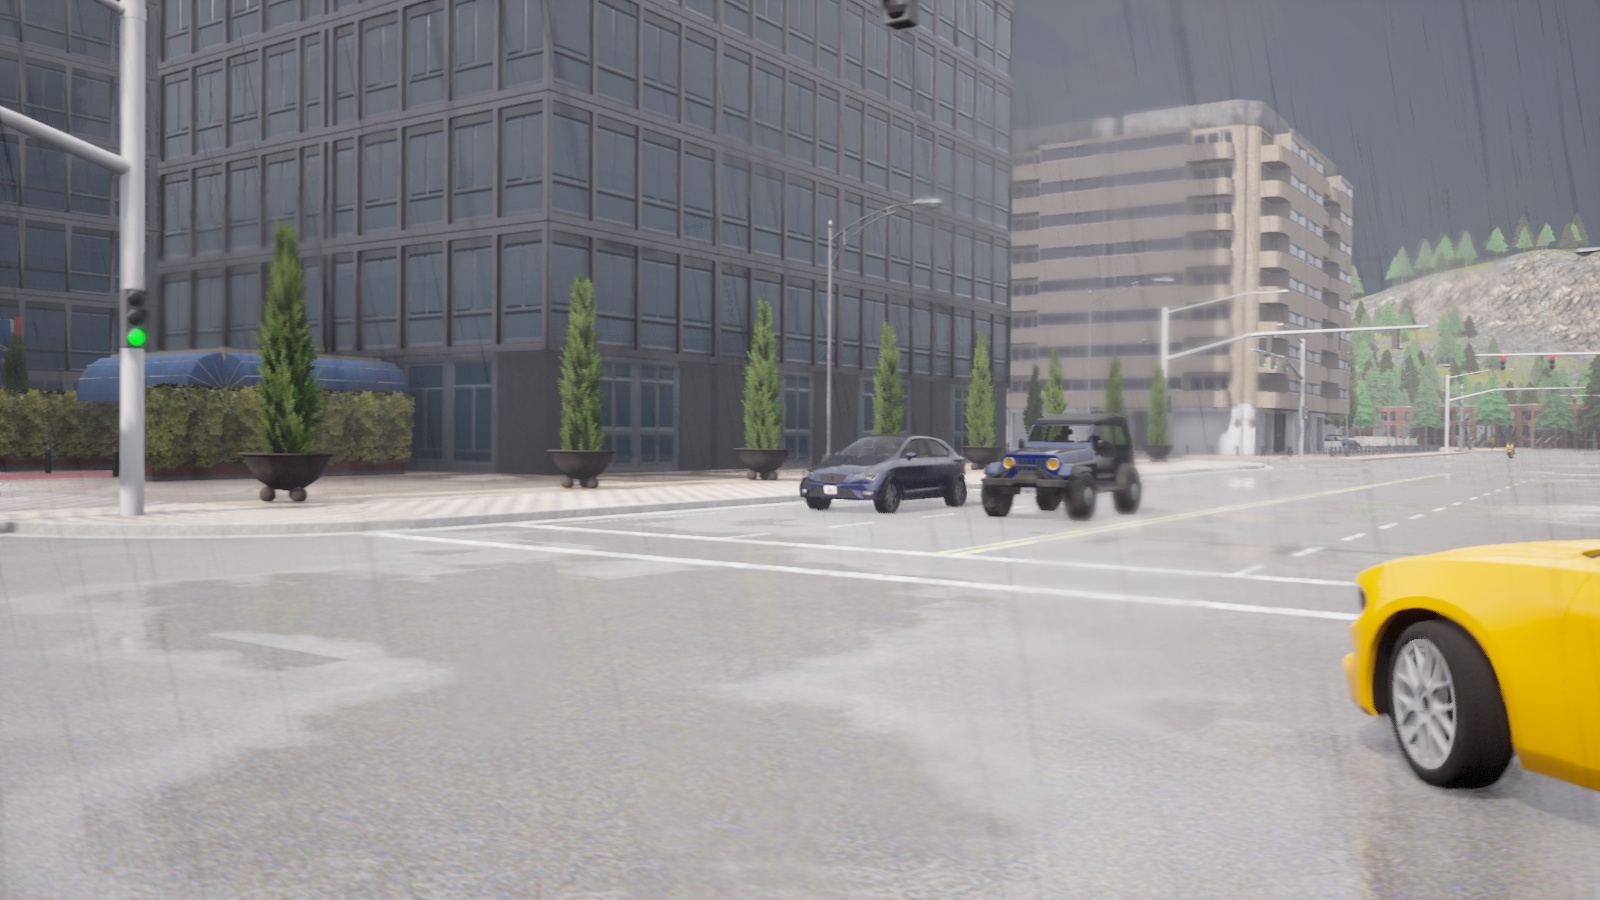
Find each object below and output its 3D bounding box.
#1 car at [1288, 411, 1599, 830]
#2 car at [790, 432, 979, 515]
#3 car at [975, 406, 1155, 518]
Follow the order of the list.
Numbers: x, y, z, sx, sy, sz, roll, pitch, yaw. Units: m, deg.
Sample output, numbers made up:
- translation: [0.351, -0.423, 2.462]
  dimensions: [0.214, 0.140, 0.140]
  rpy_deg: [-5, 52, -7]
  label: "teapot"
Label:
- translation: [4.088, 0.616, 4.085]
  dimensions: [1.882, 1.535, 5.008]
  rpy_deg: [-1, 1, -18]
  label: "car"
- translation: [1.742, 0.393, 24.604]
  dimensions: [1.816, 1.474, 4.193]
  rpy_deg: [0, 1, 34]
  label: "car"
- translation: [4.956, 0.167, 23.107]
  dimensions: [1.905, 1.878, 3.866]
  rpy_deg: [0, 1, 34]
  label: "car"
